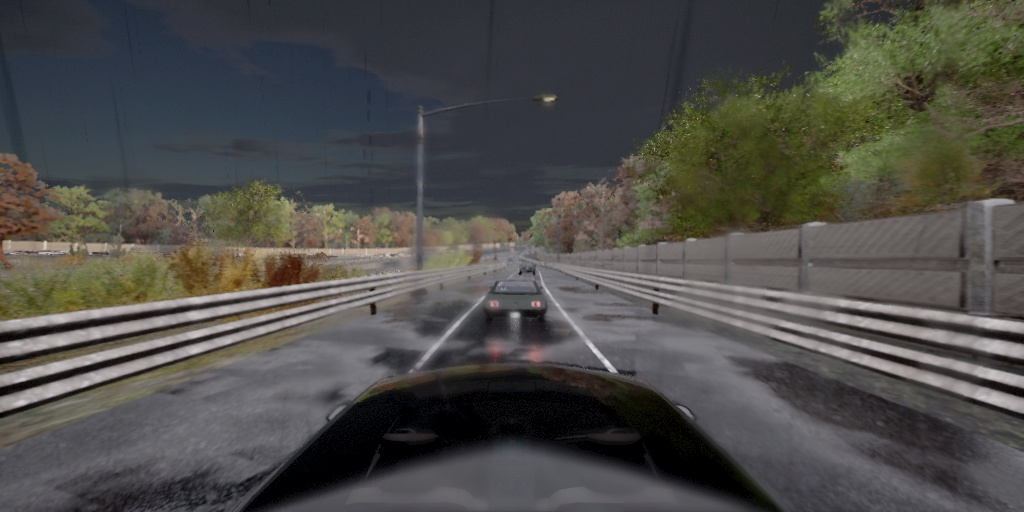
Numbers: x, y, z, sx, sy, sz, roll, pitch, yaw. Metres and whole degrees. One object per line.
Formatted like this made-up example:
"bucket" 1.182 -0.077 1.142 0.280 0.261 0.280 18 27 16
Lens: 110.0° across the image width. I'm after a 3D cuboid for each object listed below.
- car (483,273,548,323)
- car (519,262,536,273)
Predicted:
"car" 0.154 1.427 12.469 1.895 1.301 4.718 0 -1 1
"car" 2.084 1.541 47.837 2.097 1.767 4.553 0 -1 4
